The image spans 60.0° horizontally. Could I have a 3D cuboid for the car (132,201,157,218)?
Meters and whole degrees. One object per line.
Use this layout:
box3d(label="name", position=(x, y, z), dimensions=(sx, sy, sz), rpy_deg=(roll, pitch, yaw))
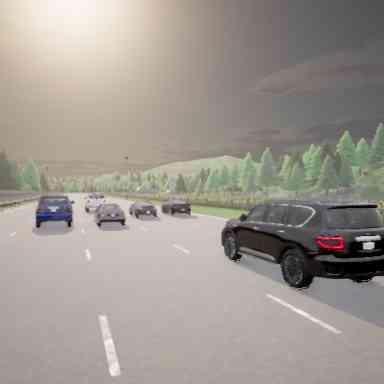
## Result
box3d(label="car", position=(-4.427, 1.507, 29.856), dimensions=(1.812, 1.442, 4.674), rpy_deg=(0, 0, -20))

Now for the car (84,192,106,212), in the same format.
box3d(label="car", position=(-11.066, 1.190, 38.079), dimensions=(2.150, 2.045, 5.566), rpy_deg=(0, 0, -20))

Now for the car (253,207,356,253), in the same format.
box3d(label="car", position=(4.686, 1.521, 14.688), dimensions=(1.812, 1.442, 4.674), rpy_deg=(0, 0, -20))

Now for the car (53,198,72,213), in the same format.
box3d(label="car", position=(-14.583, 1.471, 37.521), dimensions=(1.837, 1.490, 4.892), rpy_deg=(0, -1, -20))

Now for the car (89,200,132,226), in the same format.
box3d(label="car", position=(-5.864, 1.531, 23.459), dimensions=(2.033, 1.411, 5.357), rpy_deg=(0, 0, -20))

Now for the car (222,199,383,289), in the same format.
box3d(label="car", position=(2.814, 1.218, 9.508), dimensions=(2.150, 2.045, 5.566), rpy_deg=(0, 0, -20))

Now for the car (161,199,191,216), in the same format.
box3d(label="car", position=(-1.618, 1.460, 32.409), dimensions=(1.882, 1.535, 5.008), rpy_deg=(0, 0, -20))

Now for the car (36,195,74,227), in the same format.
box3d(label="car", position=(-9.368, 1.204, 22.864), dimensions=(2.150, 2.045, 5.566), rpy_deg=(0, 0, -20))
